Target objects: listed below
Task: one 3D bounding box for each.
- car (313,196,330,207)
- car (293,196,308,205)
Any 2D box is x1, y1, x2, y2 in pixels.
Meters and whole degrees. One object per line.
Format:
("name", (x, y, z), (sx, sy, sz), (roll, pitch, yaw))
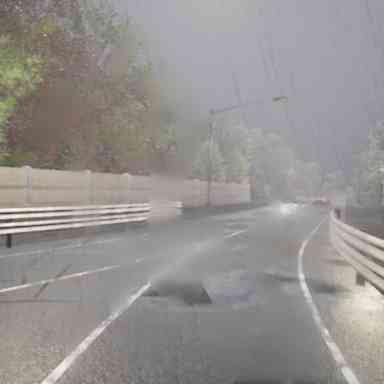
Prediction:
("car", (18.735, 1.448, 48.605), (1.812, 1.442, 4.674), (1, 0, 25))
("car", (18.289, 1.363, 56.040), (1.812, 1.442, 4.674), (2, 1, 25))
